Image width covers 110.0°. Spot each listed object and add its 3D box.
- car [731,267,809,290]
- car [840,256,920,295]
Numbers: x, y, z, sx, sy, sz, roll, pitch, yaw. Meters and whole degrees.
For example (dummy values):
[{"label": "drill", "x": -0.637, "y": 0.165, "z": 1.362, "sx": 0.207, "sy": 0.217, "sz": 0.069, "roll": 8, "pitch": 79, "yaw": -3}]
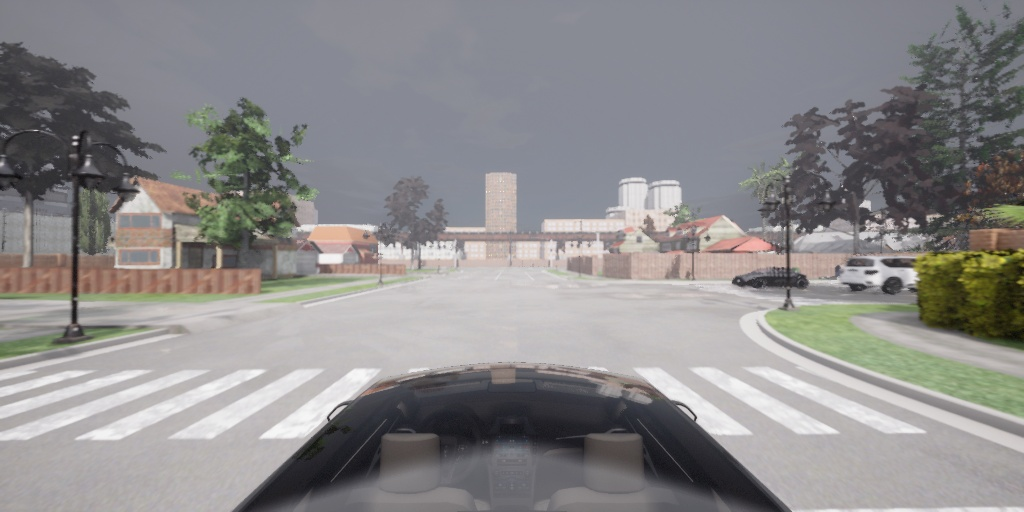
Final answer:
[{"label": "car", "x": 16.771, "y": 1.433, "z": 23.408, "sx": 4.181, "sy": 1.385, "sz": 1.994, "roll": 0, "pitch": -1, "yaw": 0}, {"label": "car", "x": 21.463, "y": 1.015, "z": 19.756, "sx": 5.566, "sy": 2.045, "sz": 2.150, "roll": 0, "pitch": -1, "yaw": 1}]
